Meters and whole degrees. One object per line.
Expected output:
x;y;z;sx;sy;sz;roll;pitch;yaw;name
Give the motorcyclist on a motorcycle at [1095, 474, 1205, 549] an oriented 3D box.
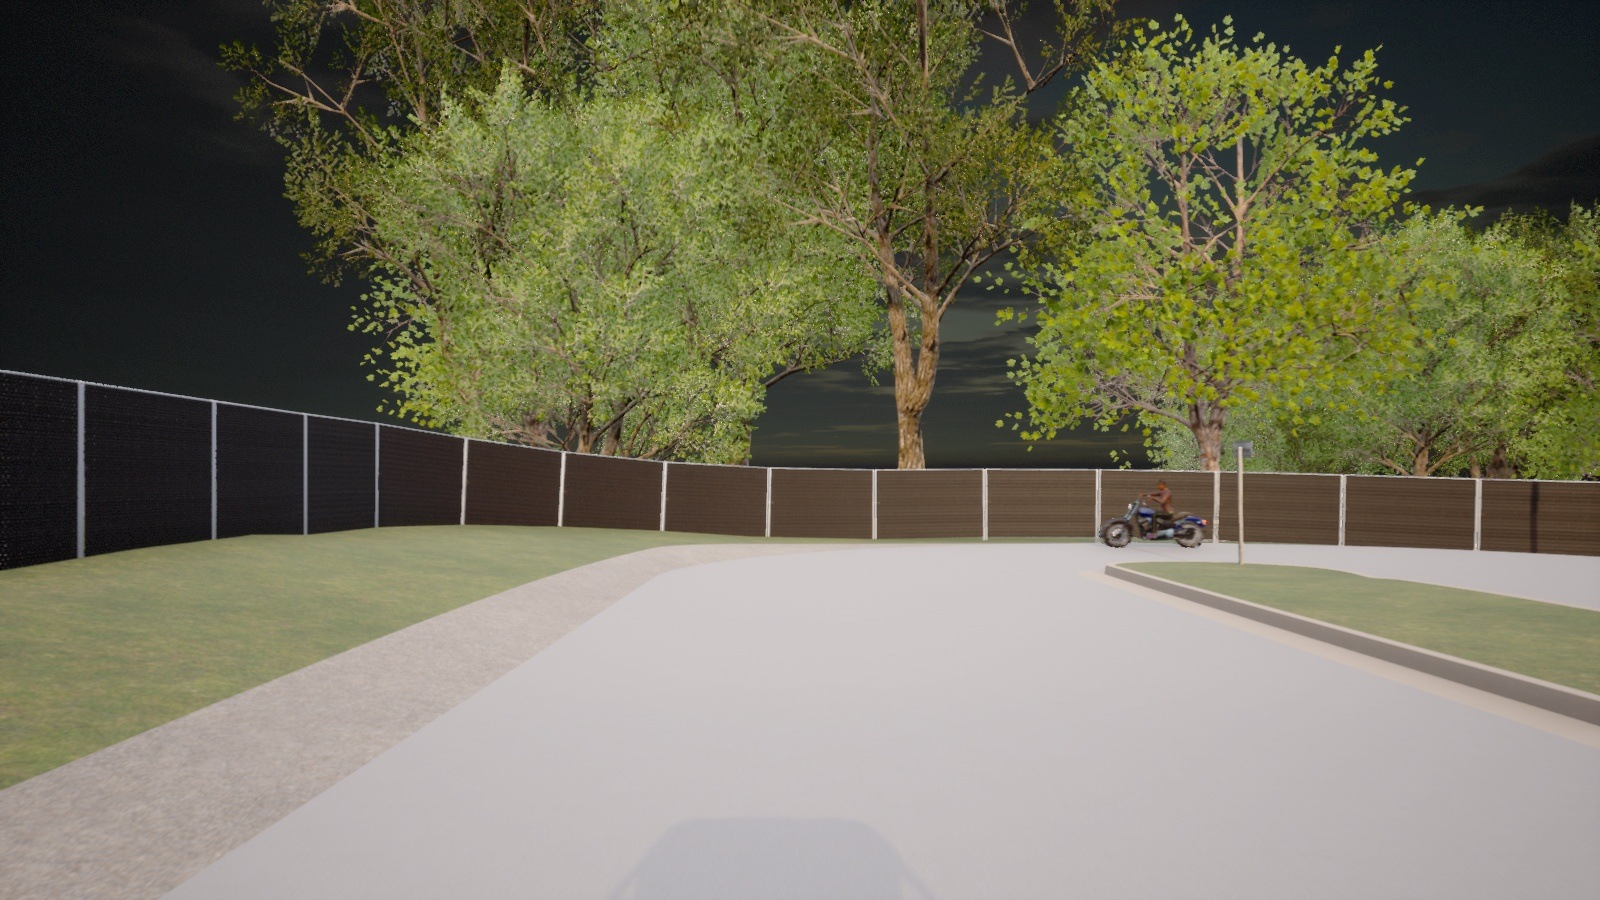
8.093;1.419;29.104;2.350;1.649;0.766;-1;1;7;motorcyclist on a motorcycle
